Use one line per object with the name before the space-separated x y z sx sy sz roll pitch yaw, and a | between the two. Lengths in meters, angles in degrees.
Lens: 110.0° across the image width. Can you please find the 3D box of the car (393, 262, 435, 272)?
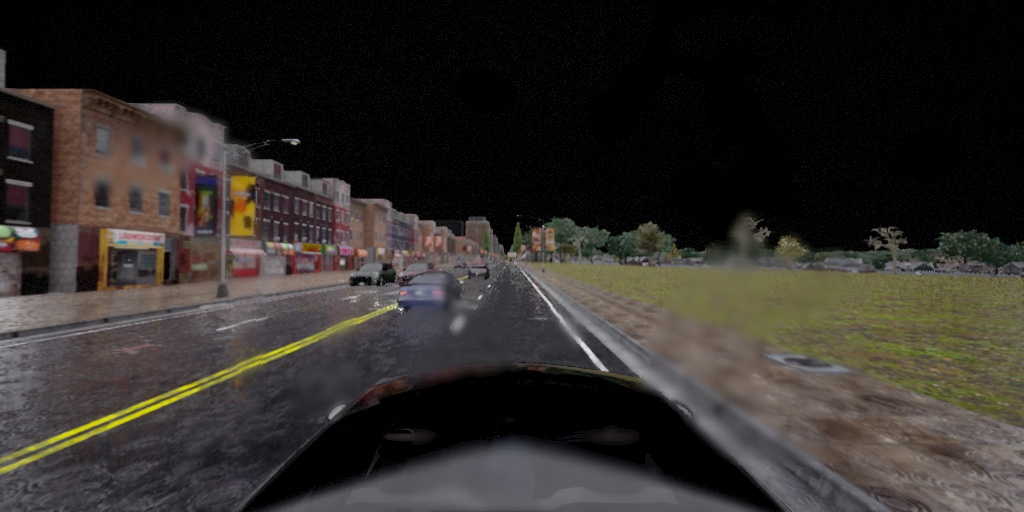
car | -6.599 1.249 25.778 2.097 1.767 4.553 0 0 0

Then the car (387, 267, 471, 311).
car | -3.151 1.376 14.930 2.033 1.411 5.357 0 0 0

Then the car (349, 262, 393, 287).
car | -9.849 1.249 25.747 2.097 1.767 4.553 0 0 0

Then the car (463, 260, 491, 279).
car | -3.151 1.451 35.161 2.128 1.511 4.902 0 0 0
